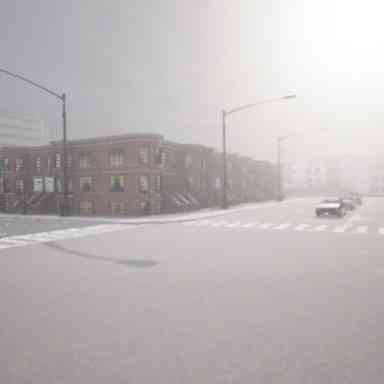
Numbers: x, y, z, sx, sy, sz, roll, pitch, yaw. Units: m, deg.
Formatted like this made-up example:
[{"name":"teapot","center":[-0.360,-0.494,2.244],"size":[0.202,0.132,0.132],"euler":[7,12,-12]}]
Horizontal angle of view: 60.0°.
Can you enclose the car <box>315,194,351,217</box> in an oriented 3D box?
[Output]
[{"name":"car","center":[11.422,1.184,27.196],"size":[2.033,1.411,5.357],"euler":[-1,0,30]}]

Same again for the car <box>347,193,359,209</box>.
[{"name":"car","center":[16.291,1.106,35.492],"size":[1.895,1.301,4.718],"euler":[-1,0,31]}]

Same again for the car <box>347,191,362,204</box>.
[{"name":"car","center":[21.462,0.716,44.409],"size":[2.097,1.767,4.553],"euler":[-1,0,30]}]

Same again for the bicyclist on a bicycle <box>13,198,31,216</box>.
[{"name":"bicyclist on a bicycle","center":[-15.078,1.329,29.519],"size":[0.582,1.620,1.656],"euler":[-1,1,30]}]
